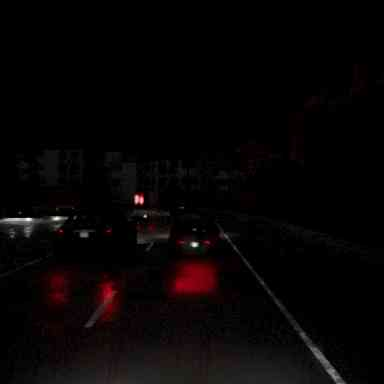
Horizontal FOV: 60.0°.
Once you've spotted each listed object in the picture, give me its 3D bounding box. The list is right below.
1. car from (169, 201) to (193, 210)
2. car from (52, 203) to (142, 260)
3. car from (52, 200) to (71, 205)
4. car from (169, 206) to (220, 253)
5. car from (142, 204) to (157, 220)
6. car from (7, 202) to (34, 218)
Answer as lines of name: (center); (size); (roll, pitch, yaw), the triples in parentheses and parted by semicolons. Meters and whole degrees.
car: (-0.959, 1.576, 30.668); (2.128, 1.511, 4.902); (0, 0, -11)
car: (-3.411, 1.387, 12.650); (2.097, 1.767, 4.553); (0, 0, 0)
car: (-13.148, 1.572, 33.917); (1.882, 1.535, 5.008); (1, 0, -27)
car: (0.093, 1.544, 13.832); (1.837, 1.490, 4.892); (0, 0, 0)
car: (-4.125, 1.681, 29.096); (1.895, 1.301, 4.718); (0, 0, -9)
car: (-15.874, 1.650, 31.017); (1.994, 1.385, 4.181); (0, 0, -23)
